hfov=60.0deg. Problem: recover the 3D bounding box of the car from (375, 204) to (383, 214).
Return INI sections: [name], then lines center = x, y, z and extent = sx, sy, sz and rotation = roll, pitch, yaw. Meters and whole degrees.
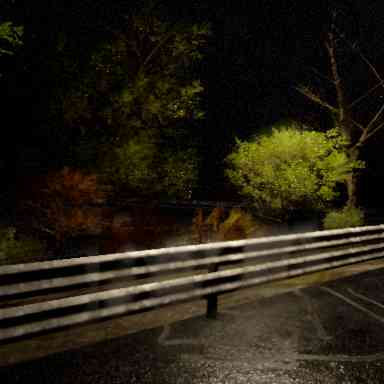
[car]
center = 32.557, 3.095, 53.330
extent = 5.566, 2.045, 2.150
rotation = 3, -2, 18
